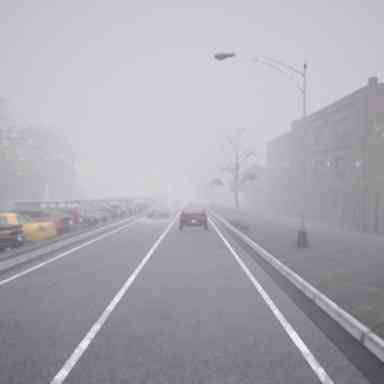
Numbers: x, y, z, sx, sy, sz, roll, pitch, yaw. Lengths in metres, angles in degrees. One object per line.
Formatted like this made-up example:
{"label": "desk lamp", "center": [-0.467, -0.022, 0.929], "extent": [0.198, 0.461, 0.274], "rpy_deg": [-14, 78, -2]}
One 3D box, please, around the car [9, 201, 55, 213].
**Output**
{"label": "car", "center": [-21.806, 1.981, 45.592], "extent": [5.366, 1.575, 1.946], "rpy_deg": [0, -1, 0]}

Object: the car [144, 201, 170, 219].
{"label": "car", "center": [-3.347, 1.890, 33.640], "extent": [1.812, 1.442, 4.674], "rpy_deg": [0, -1, 0]}

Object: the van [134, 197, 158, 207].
{"label": "van", "center": [-9.052, 1.993, 65.628], "extent": [4.442, 1.987, 1.878], "rpy_deg": [0, -1, 0]}

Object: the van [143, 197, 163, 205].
{"label": "van", "center": [-9.065, 2.086, 76.848], "extent": [4.442, 1.987, 1.878], "rpy_deg": [0, 0, 0]}

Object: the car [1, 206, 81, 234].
{"label": "car", "center": [-8.908, 1.683, 17.974], "extent": [4.792, 1.488, 2.163], "rpy_deg": [0, -1, 0]}

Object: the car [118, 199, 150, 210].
{"label": "car", "center": [-8.950, 1.928, 51.613], "extent": [4.553, 1.767, 2.185], "rpy_deg": [0, -1, 0]}

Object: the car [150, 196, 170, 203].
{"label": "car", "center": [-8.940, 2.134, 93.670], "extent": [5.566, 2.045, 2.435], "rpy_deg": [0, 0, 0]}

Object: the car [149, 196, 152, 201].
{"label": "car", "center": [-8.883, 1.735, 46.008], "extent": [5.566, 2.045, 2.435], "rpy_deg": [0, -1, 0]}

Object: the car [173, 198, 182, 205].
{"label": "car", "center": [-3.236, 2.229, 75.043], "extent": [1.837, 1.490, 4.892], "rpy_deg": [0, 0, 0]}

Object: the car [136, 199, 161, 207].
{"label": "car", "center": [-8.944, 2.247, 68.433], "extent": [4.892, 1.521, 2.231], "rpy_deg": [0, -1, 0]}

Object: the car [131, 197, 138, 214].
{"label": "car", "center": [-8.870, 1.761, 37.598], "extent": [4.553, 1.767, 2.185], "rpy_deg": [0, -1, 0]}

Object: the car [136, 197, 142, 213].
{"label": "car", "center": [-8.874, 1.794, 40.401], "extent": [4.553, 1.767, 2.185], "rpy_deg": [0, -1, 0]}

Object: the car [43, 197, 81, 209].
{"label": "car", "center": [-22.033, 1.865, 56.697], "extent": [5.566, 2.045, 2.435], "rpy_deg": [0, -1, 0]}

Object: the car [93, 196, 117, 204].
{"label": "car", "center": [-22.008, 2.100, 84.458], "extent": [5.566, 2.045, 2.435], "rpy_deg": [0, 0, 0]}

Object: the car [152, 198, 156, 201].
{"label": "car", "center": [-8.915, 2.087, 54.415], "extent": [4.892, 1.521, 2.231], "rpy_deg": [0, -1, 0]}

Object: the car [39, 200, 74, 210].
{"label": "car", "center": [-21.972, 2.113, 53.919], "extent": [4.792, 1.488, 2.163], "rpy_deg": [0, -1, 0]}

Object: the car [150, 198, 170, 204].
{"label": "car", "center": [-8.779, 2.371, 90.866], "extent": [5.366, 1.575, 1.946], "rpy_deg": [0, 0, 0]}

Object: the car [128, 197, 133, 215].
{"label": "car", "center": [-8.930, 1.728, 34.795], "extent": [4.553, 1.767, 2.185], "rpy_deg": [0, -1, 0]}

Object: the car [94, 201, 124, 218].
{"label": "car", "center": [-8.887, 1.787, 29.187], "extent": [5.008, 1.535, 2.097], "rpy_deg": [0, -1, 0]}

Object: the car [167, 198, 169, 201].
{"label": "car", "center": [-8.949, 2.340, 82.456], "extent": [5.008, 1.535, 2.097], "rpy_deg": [0, 0, 0]}

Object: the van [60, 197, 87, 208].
{"label": "van", "center": [-22.127, 1.956, 62.247], "extent": [4.442, 1.987, 1.878], "rpy_deg": [0, -1, 0]}

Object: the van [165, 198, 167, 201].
{"label": "van", "center": [-8.835, 2.102, 79.650], "extent": [4.442, 1.987, 1.878], "rpy_deg": [0, 0, 0]}

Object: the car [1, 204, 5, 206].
{"label": "car", "center": [-21.993, 1.952, 42.815], "extent": [4.892, 1.521, 2.231], "rpy_deg": [0, -1, 0]}

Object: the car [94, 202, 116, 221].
{"label": "car", "center": [-8.859, 1.783, 26.384], "extent": [4.792, 1.488, 2.163], "rpy_deg": [0, -1, 0]}

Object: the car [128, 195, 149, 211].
{"label": "car", "center": [-8.880, 1.702, 43.205], "extent": [5.566, 2.045, 2.435], "rpy_deg": [0, -1, 0]}

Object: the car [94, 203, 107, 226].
{"label": "car", "center": [-8.856, 1.750, 23.581], "extent": [4.792, 1.488, 2.163], "rpy_deg": [0, -1, 0]}

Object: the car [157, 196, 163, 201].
{"label": "car", "center": [-8.903, 1.935, 62.828], "extent": [5.566, 2.045, 2.435], "rpy_deg": [0, -1, 0]}

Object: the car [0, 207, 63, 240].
{"label": "car", "center": [-9.061, 1.617, 15.171], "extent": [5.366, 1.575, 1.946], "rpy_deg": [0, -1, 0]}

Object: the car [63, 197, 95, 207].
{"label": "car", "center": [-22.042, 1.964, 65.023], "extent": [5.566, 2.045, 2.435], "rpy_deg": [0, -1, 0]}

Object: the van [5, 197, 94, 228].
{"label": "van", "center": [-8.765, 1.461, 20.781], "extent": [4.442, 1.987, 1.878], "rpy_deg": [0, -1, 0]}

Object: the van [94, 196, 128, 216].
{"label": "van", "center": [-8.779, 1.594, 31.993], "extent": [4.442, 1.987, 1.878], "rpy_deg": [0, -1, 0]}

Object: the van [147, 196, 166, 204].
{"label": "van", "center": [-9.075, 2.126, 85.260], "extent": [4.442, 1.987, 1.878], "rpy_deg": [0, 0, 0]}

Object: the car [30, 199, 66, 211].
{"label": "car", "center": [-22.028, 1.925, 51.143], "extent": [4.553, 1.767, 2.185], "rpy_deg": [0, -1, 0]}

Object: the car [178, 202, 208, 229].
{"label": "car", "center": [0.105, 1.724, 23.622], "extent": [1.882, 1.535, 5.008], "rpy_deg": [0, 0, 0]}

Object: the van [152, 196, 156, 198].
{"label": "van", "center": [-9.042, 1.894, 57.220], "extent": [4.442, 1.987, 1.878], "rpy_deg": [0, -1, 0]}

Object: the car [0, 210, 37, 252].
{"label": "car", "center": [-8.867, 1.588, 12.372], "extent": [5.008, 1.535, 2.097], "rpy_deg": [0, -1, 0]}
